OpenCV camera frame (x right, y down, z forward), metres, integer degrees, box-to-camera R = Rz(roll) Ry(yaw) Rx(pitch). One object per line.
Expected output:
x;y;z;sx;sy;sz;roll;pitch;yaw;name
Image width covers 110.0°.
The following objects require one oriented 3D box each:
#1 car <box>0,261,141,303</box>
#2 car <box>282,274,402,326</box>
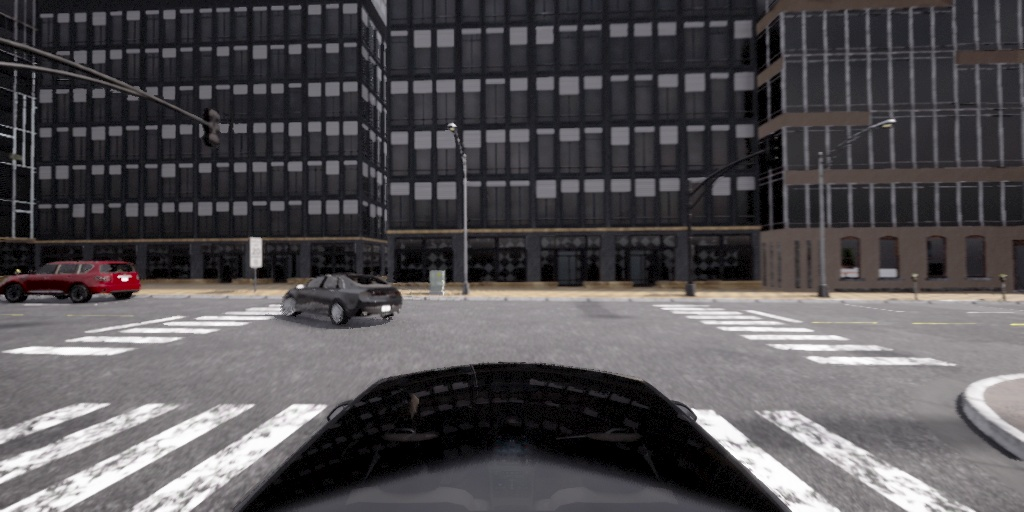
-20.277;1.157;16.631;5.009;1.841;2.192;0;0;2;car
-5.801;1.339;12.092;4.892;1.490;1.837;0;-3;33;car
